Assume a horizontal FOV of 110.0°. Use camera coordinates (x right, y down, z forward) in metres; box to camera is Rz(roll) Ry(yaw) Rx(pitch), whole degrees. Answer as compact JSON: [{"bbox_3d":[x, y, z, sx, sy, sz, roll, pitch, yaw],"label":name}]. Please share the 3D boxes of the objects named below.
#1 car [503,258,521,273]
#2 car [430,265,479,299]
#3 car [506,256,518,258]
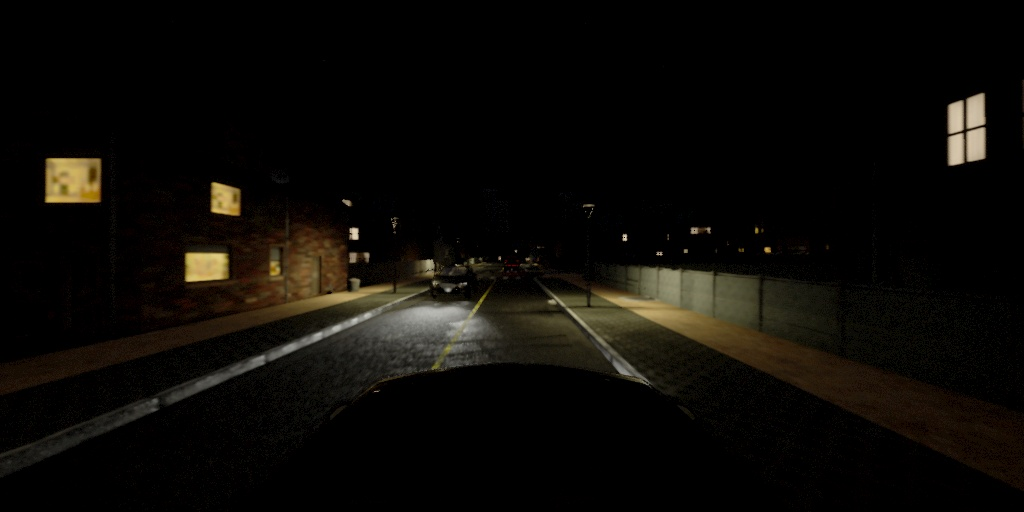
[{"bbox_3d":[0.000,1.254,43.015,1.837,1.490,4.892,0,0,0],"label":"car"},{"bbox_3d":[-2.797,1.241,18.252,2.128,1.511,4.902,0,0,1],"label":"car"},{"bbox_3d":[0.002,0.975,53.109,2.150,2.045,5.566,0,0,0],"label":"car"}]
